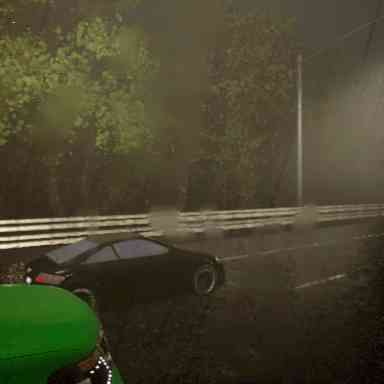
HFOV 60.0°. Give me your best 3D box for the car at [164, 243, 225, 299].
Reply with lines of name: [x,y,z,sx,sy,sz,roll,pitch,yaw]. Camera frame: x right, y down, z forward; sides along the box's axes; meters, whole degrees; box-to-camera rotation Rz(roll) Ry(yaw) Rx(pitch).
car: [-1.299,1.563,7.138,4.181,1.385,1.994,0,0,-36]

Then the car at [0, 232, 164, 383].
car: [-3.098,1.223,1.543,5.566,2.045,2.150,0,0,-35]
